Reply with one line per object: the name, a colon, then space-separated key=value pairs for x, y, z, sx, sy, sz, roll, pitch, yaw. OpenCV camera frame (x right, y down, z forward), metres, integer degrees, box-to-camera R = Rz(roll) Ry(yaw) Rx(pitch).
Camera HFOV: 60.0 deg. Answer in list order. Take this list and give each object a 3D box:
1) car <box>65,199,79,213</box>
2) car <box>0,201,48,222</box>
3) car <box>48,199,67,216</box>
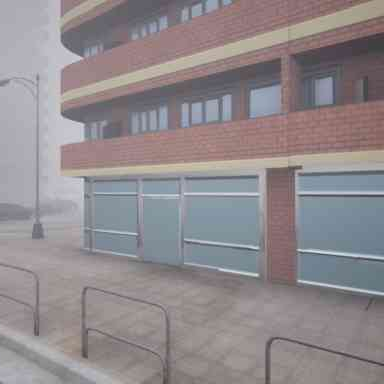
car: x=-14.453 y=1.505 z=35.485 sx=1.837 sy=1.490 sz=4.892 roll=0 pitch=0 yaw=36
car: x=-13.579 y=1.504 z=24.481 sx=1.837 sy=1.490 sz=4.892 roll=0 pitch=0 yaw=36
car: x=-14.169 y=1.601 z=29.949 sx=1.895 sy=1.301 sz=4.718 roll=0 pitch=0 yaw=36
